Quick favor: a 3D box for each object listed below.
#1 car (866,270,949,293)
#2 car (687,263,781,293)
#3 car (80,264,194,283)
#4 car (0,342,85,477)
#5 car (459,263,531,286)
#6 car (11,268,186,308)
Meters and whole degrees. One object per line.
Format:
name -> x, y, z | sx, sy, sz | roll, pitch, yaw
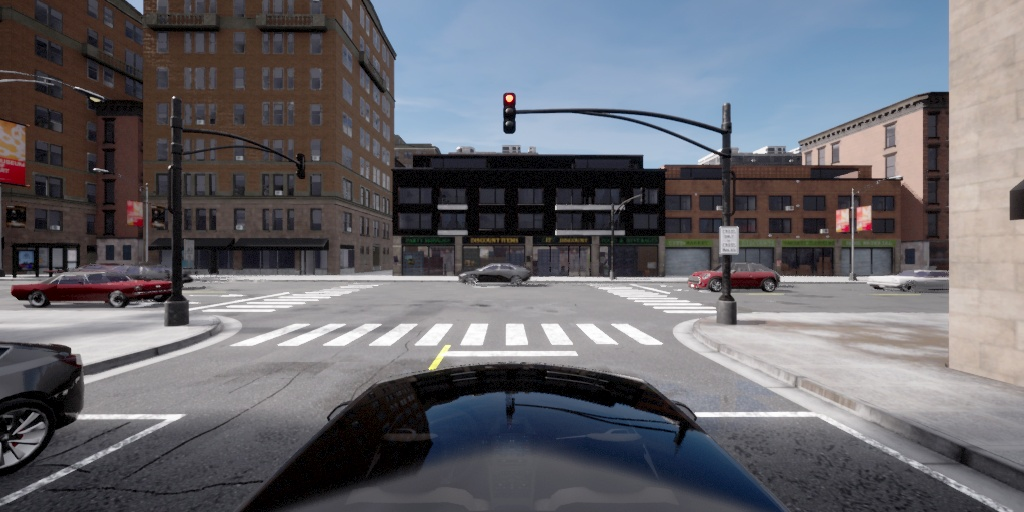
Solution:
car -> 24.242, 1.484, 21.395 | 4.718, 1.301, 1.895 | 0, 0, -1
car -> 12.932, 1.176, 21.245 | 4.553, 1.767, 2.097 | 0, 0, -1
car -> -21.748, 1.202, 20.787 | 5.357, 1.411, 2.033 | 0, 0, -1
car -> -5.388, 1.316, 2.005 | 1.948, 1.339, 4.313 | 0, 0, 0
car -> -1.134, 1.245, 24.313 | 4.902, 1.511, 2.128 | 0, 0, -1
car -> -16.203, 1.281, 14.161 | 4.718, 1.301, 1.895 | 0, 0, -1
